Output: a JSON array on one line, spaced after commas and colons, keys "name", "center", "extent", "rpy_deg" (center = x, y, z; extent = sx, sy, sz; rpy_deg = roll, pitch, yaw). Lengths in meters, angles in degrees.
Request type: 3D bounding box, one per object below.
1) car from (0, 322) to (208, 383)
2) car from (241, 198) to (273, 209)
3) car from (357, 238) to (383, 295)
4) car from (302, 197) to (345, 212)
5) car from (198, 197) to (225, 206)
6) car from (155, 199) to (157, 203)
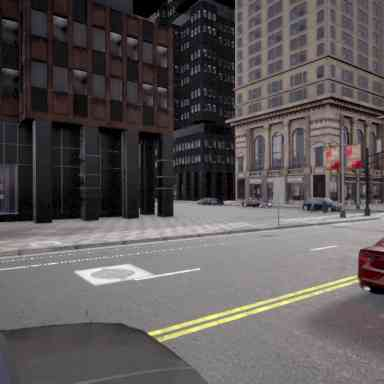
[{"name": "car", "center": [-2.351, 1.547, 1.766], "extent": [5.357, 1.411, 2.033], "rpy_deg": [0, 0, -35]}, {"name": "car", "center": [9.017, 1.527, 46.388], "extent": [2.128, 1.511, 4.902], "rpy_deg": [0, 0, -35]}, {"name": "car", "center": [5.738, 1.477, 7.541], "extent": [5.008, 1.535, 1.882], "rpy_deg": [0, 0, -36]}, {"name": "car", "center": [14.988, 1.376, 37.949], "extent": [2.097, 1.767, 4.553], "rpy_deg": [0, 0, -35]}, {"name": "car", "center": [3.087, 1.595, 54.781], "extent": [2.033, 1.411, 5.357], "rpy_deg": [0, 0, -35]}, {"name": "car", "center": [-5.640, 1.684, 67.279], "extent": [2.033, 1.411, 5.357], "rpy_deg": [0, 0, -35]}]
